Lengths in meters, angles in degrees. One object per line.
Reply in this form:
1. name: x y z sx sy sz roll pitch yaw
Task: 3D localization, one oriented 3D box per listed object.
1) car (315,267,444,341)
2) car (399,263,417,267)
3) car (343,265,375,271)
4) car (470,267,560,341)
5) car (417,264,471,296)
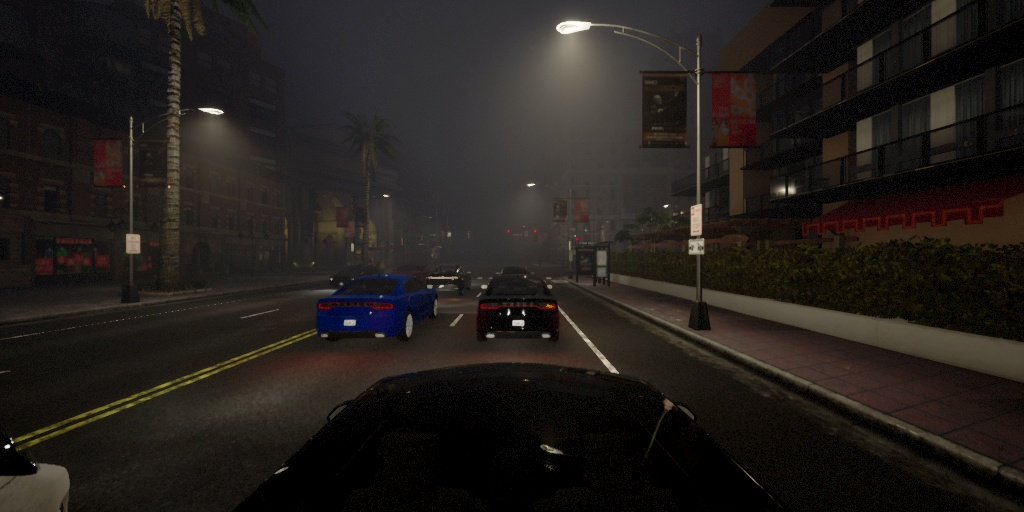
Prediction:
1. car: -3.359 1.228 9.889 1.882 1.535 5.008 0 0 0
2. car: -6.911 1.263 24.553 1.882 1.535 5.008 0 0 0
3. car: -10.411 1.318 24.567 2.033 1.411 5.357 0 0 0
4. car: 0.137 1.228 9.854 1.882 1.535 5.008 0 0 0
5. car: -3.331 1.242 19.394 2.128 1.511 4.902 0 0 0
